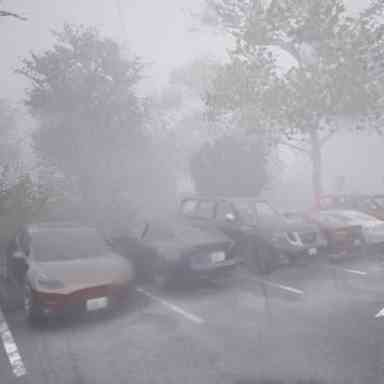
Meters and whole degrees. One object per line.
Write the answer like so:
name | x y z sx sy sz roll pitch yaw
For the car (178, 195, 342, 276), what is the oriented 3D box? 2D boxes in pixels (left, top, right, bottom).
car | 1.525 1.191 10.864 2.435 2.045 5.566 0 0 -36

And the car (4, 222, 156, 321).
car | -3.005 1.500 7.629 2.163 1.488 4.792 0 0 -36

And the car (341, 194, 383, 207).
car | 8.327 1.163 15.718 2.435 2.045 5.566 0 0 -35

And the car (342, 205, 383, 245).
car | 5.945 1.462 14.051 2.002 1.452 4.674 0 0 -36

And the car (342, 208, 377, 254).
car | 3.781 1.432 12.503 2.097 1.535 5.008 0 0 -36

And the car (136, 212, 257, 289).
car | -0.772 1.485 9.294 2.163 1.488 4.792 0 0 -35
